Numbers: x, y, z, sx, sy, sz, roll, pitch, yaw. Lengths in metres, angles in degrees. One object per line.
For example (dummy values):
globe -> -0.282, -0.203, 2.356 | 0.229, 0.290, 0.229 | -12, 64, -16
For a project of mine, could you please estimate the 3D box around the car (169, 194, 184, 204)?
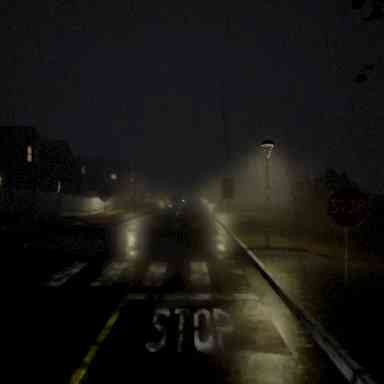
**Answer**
car -> -2.739, 1.205, 55.205 | 1.882, 1.535, 5.008 | 0, 2, 0
